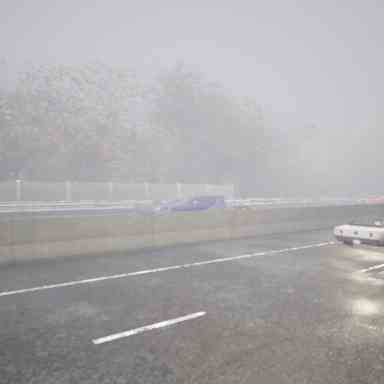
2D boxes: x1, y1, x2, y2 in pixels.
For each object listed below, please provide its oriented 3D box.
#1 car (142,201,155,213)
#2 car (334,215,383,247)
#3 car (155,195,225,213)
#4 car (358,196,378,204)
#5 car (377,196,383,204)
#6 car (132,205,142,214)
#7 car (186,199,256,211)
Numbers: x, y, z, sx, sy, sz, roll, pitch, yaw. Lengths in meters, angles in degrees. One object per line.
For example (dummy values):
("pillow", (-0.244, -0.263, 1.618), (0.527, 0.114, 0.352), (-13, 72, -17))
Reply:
("car", (-1.574, 1.365, 28.636), (4.553, 1.767, 2.097), (0, 0, -35))
("car", (8.071, 1.603, 13.916), (4.718, 1.301, 1.895), (0, 0, -35))
("car", (0.278, 1.232, 25.665), (5.566, 2.045, 2.150), (0, 0, -35))
("car", (29.381, 1.377, 54.831), (4.553, 1.767, 2.097), (0, 0, -34))
("car", (31.863, 1.513, 52.361), (4.902, 1.511, 2.128), (0, 0, -35))
("car", (-3.559, 1.579, 31.518), (4.181, 1.385, 1.994), (0, 0, -35))
("car", (2.410, 1.500, 22.884), (4.902, 1.511, 2.128), (0, 0, -35))
